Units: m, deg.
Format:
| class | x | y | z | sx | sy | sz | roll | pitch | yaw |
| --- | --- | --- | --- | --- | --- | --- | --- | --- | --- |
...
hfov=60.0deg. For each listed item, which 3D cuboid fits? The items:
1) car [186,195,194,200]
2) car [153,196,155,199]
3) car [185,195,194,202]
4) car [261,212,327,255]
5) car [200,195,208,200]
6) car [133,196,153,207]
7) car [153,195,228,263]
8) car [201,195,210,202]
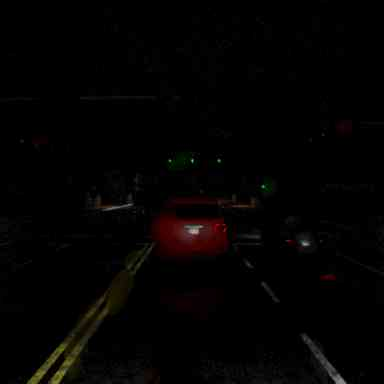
| class | x | y | z | sx | sy | sz | roll | pitch | yaw |
| --- | --- | --- | --- | --- | --- | --- | --- | --- | --- |
| car | -0.399 | 1.409 | 84.806 | 1.994 | 1.385 | 4.181 | 0 | 0 | 0 |
| car | -7.518 | 1.476 | 67.024 | 1.812 | 1.442 | 4.674 | 0 | 1 | 0 |
| car | -0.454 | 1.495 | 76.448 | 1.994 | 1.385 | 4.181 | 0 | 0 | 0 |
| car | 3.891 | 1.516 | 13.207 | 1.812 | 1.442 | 4.674 | 0 | 0 | 4 |
| car | 3.101 | 1.400 | 84.710 | 1.994 | 1.385 | 4.181 | 0 | 0 | 0 |
| car | -7.696 | 1.510 | 50.973 | 2.033 | 1.411 | 5.357 | 0 | 0 | 1 |
| car | -0.035 | 1.212 | 12.142 | 2.150 | 2.045 | 5.566 | 0 | 0 | -2 |
| car | 3.046 | 1.495 | 76.425 | 1.994 | 1.385 | 4.181 | 0 | 0 | 0 |
